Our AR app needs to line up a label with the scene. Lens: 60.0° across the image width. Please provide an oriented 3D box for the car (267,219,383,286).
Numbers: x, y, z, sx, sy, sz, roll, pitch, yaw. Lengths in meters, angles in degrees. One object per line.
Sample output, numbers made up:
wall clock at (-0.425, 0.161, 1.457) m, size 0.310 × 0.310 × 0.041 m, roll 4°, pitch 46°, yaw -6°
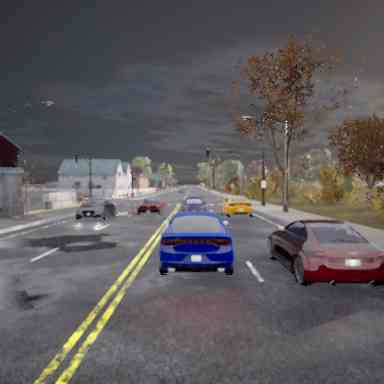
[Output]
car at (3.361, 1.409, 8.938) m, size 1.994 × 1.385 × 4.181 m, roll 0°, pitch 1°, yaw 0°

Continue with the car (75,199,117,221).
car at (-6.518, 1.164, 22.934) m, size 1.994 × 1.385 × 4.181 m, roll 0°, pitch 1°, yaw 0°

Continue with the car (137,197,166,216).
car at (-3.245, 1.130, 26.976) m, size 1.895 × 1.301 × 4.718 m, roll 0°, pitch 1°, yaw 0°

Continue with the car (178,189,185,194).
car at (-2.953, -0.168, 93.438) m, size 2.033 × 1.411 × 5.357 m, roll 0°, pitch 1°, yaw 0°

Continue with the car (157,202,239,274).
car at (0.114, 1.304, 10.016) m, size 1.882 × 1.535 × 5.008 m, roll 0°, pitch 1°, yaw 0°

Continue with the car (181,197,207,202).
car at (0.164, 1.091, 24.936) m, size 1.812 × 1.442 × 4.674 m, roll 0°, pitch 1°, yaw 0°

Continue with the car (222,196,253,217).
car at (3.417, 1.032, 25.590) m, size 1.882 × 1.535 × 5.008 m, roll 0°, pitch 1°, yaw 0°
